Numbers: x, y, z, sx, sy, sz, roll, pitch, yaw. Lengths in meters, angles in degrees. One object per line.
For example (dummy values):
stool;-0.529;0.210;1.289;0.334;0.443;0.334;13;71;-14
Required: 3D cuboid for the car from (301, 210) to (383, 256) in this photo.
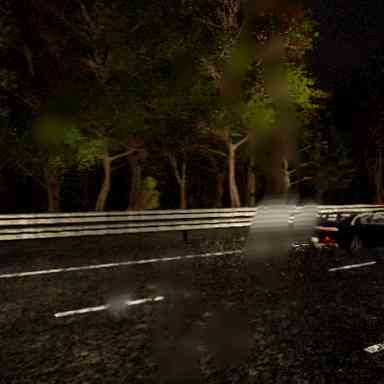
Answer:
car;6.441;1.471;12.900;4.902;1.511;2.128;0;0;-29
